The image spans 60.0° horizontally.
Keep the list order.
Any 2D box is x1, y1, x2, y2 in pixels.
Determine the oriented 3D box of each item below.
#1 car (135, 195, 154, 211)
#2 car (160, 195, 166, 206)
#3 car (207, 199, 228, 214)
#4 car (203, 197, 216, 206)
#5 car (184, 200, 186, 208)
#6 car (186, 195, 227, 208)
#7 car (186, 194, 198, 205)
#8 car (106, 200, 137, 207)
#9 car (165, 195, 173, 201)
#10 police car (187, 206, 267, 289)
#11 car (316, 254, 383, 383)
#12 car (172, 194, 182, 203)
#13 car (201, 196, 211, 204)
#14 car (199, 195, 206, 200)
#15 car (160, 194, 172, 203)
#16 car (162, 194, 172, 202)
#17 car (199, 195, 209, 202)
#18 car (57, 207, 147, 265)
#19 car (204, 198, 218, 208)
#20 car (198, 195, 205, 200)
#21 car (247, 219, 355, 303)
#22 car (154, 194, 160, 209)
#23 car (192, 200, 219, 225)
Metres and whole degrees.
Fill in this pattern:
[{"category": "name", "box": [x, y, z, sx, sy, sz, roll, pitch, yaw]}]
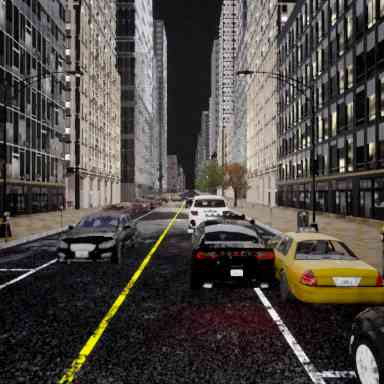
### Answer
[{"category": "car", "box": [-5.665, 1.416, 36.327, 1.967, 1.590, 4.097, 0, 0, 0]}, {"category": "car", "box": [-5.657, 1.532, 53.352, 1.802, 1.307, 4.206, 1, 0, 0]}, {"category": "car", "box": [2.715, 1.542, 36.310, 1.947, 1.339, 4.313, 0, 0, 0]}, {"category": "car", "box": [2.724, 1.532, 53.333, 1.802, 1.307, 4.206, 1, 0, 0]}, {"category": "car", "box": [0.036, 1.467, 46.038, 1.837, 1.490, 4.892, 0, 0, 0]}, {"category": "car", "box": [0.910, 1.218, 19.202, 2.150, 2.045, 5.566, 0, 0, 0]}, {"category": "car", "box": [0.030, 1.289, 59.625, 2.097, 1.767, 4.553, 0, 0, 0]}, {"category": "car", "box": [-5.672, 1.533, 24.974, 1.887, 1.381, 4.507, 0, 0, 0]}, {"category": "car", "box": [-5.641, 1.408, 81.561, 1.752, 1.417, 4.829, 1, 0, 0]}, {"category": "police car", "box": [0.904, 1.424, 9.282, 1.930, 1.638, 5.238, 0, 0, 0]}, {"category": "car", "box": [2.696, 1.551, 2.259, 2.008, 1.369, 4.403, 0, 0, 0]}, {"category": "car", "box": [-2.967, 1.467, 67.517, 2.033, 1.411, 5.357, 0, 0, 0]}, {"category": "car", "box": [2.730, 1.451, 64.853, 1.752, 1.417, 4.829, 1, 0, 0]}, {"category": "car", "box": [2.742, 1.410, 87.383, 1.887, 1.381, 4.507, 1, 0, 0]}, {"category": "car", "box": [-5.649, 1.241, 64.704, 2.192, 1.841, 5.009, 1, 0, 0]}, {"category": "car", "box": [-5.644, 1.338, 76.055, 1.967, 1.590, 4.097, 1, 0, 0]}, {"category": "car", "box": [2.736, 1.463, 76.033, 1.947, 1.339, 4.313, 1, 0, 0]}, {"category": "car", "box": [-3.096, 1.489, 11.797, 2.128, 1.511, 4.902, 0, 0, 0]}, {"category": "car", "box": [2.720, 1.542, 47.659, 1.802, 1.307, 4.206, 1, 0, 0]}, {"category": "car", "box": [2.745, 1.430, 93.056, 1.802, 1.307, 4.206, 1, 0, 0]}, {"category": "car", "box": [2.700, 1.524, 8.105, 1.752, 1.417, 4.829, 0, 0, 0]}, {"category": "car", "box": [-5.661, 1.284, 42.002, 2.192, 1.841, 5.009, 0, 0, 0]}, {"category": "car", "box": [0.912, 1.466, 25.172, 1.882, 1.535, 5.008, 0, 0, 0]}]
